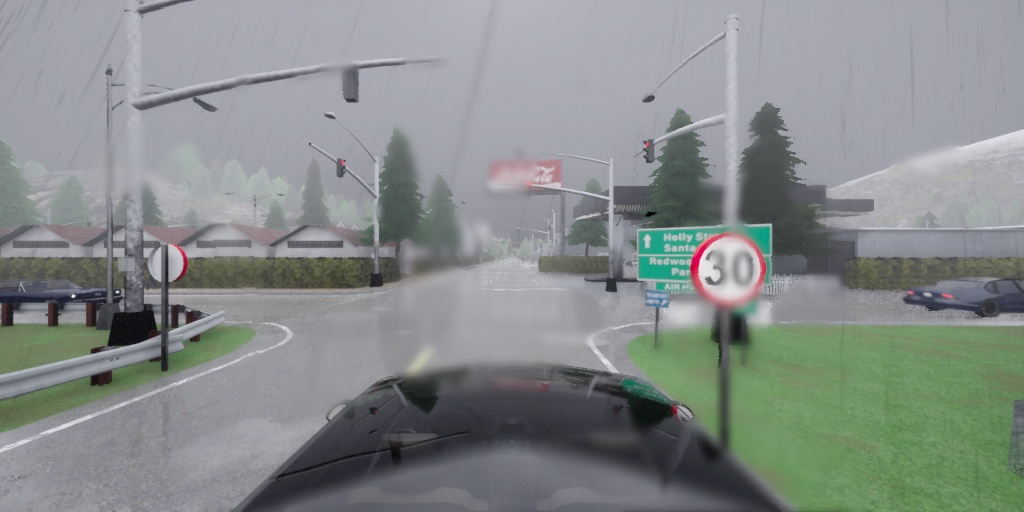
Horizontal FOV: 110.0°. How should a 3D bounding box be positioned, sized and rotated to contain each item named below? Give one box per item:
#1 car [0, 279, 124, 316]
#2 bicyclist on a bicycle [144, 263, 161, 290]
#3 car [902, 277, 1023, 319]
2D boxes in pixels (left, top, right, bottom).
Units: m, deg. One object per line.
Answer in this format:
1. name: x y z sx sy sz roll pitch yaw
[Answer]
1. car: -18.086 1.542 13.792 4.718 1.301 1.895 0 0 1
2. bicyclist on a bicycle: -21.674 1.244 21.323 0.582 1.620 1.656 0 0 1
3. car: 17.973 1.489 13.320 5.357 1.411 2.033 0 0 1
